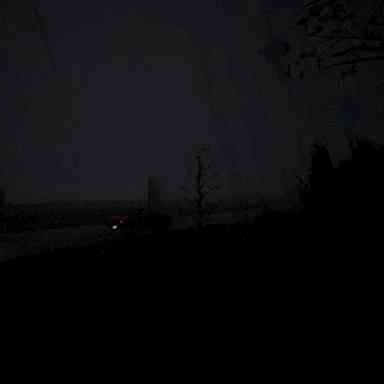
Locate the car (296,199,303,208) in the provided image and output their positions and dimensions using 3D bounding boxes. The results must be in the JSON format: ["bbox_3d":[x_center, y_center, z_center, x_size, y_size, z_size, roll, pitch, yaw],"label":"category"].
[{"bbox_3d":[15.983,1.612,46.538,1.882,1.535,5.008,0,0,35],"label":"car"}]

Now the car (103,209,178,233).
[{"bbox_3d":[-2.918,1.643,20.082,1.895,1.301,4.718,0,0,37],"label":"car"}]
